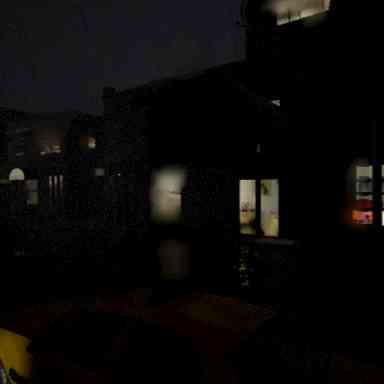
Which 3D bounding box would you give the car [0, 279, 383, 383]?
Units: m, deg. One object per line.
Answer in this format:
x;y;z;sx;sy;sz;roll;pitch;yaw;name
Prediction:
-0.395;1.514;3.162;4.829;1.417;1.752;0;0;36;car
